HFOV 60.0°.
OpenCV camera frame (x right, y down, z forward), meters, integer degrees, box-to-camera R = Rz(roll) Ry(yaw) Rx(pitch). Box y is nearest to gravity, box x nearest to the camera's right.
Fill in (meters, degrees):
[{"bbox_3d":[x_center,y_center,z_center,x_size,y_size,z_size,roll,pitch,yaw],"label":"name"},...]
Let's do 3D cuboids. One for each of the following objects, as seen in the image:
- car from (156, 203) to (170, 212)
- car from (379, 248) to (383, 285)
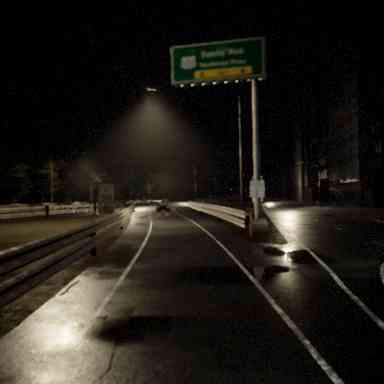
[{"bbox_3d":[-4.188,2.233,48.308,1.895,1.301,4.718,-1,-1,-5],"label":"car"},{"bbox_3d":[5.263,1.528,6.261,1.882,1.535,5.008,-1,-1,10],"label":"car"}]
